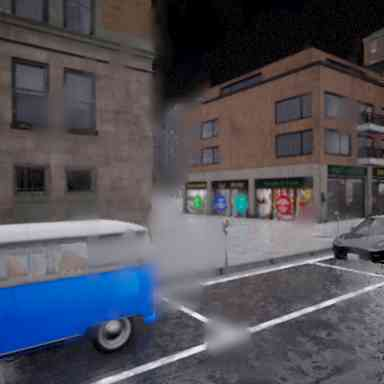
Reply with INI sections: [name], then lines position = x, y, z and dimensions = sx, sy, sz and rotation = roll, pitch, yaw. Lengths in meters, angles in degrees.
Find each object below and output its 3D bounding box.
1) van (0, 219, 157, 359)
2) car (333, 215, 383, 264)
[van]
position = -2.431, 1.336, 4.479
dimensions = 3.998, 1.788, 1.690
rotation = -1, 0, -35
[car]
position = 6.374, 1.450, 10.756
dimensions = 4.313, 1.339, 1.947
rotation = -1, 0, -35
